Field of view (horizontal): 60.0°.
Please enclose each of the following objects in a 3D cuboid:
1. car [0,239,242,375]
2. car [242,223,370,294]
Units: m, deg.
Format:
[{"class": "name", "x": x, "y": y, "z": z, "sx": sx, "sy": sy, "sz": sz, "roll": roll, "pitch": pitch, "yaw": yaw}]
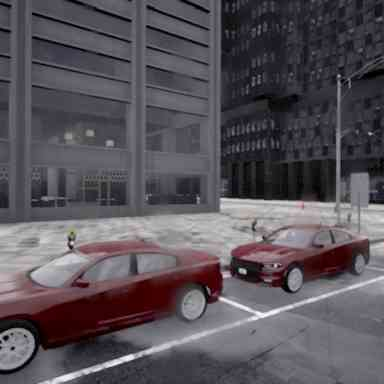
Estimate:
[{"class": "car", "x": -1.509, "y": 1.546, "z": 5.602, "sx": 4.507, "sy": 1.381, "sz": 1.887, "roll": 0, "pitch": 0, "yaw": -36}, {"class": "car", "x": 2.967, "y": 1.548, "z": 8.842, "sx": 4.507, "sy": 1.381, "sz": 1.887, "roll": 0, "pitch": 0, "yaw": -36}]
